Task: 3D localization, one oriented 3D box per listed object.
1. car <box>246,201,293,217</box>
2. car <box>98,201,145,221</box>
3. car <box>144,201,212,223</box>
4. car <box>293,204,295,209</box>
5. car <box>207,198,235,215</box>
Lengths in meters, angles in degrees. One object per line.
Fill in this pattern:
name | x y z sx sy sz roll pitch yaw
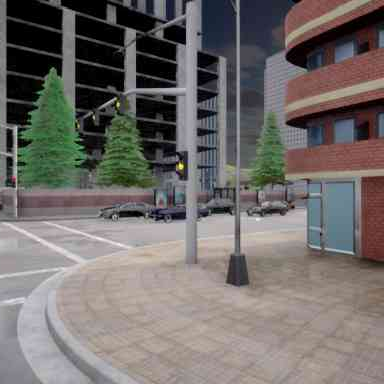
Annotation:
car | 7.345 1.581 32.236 4.674 1.442 1.812 0 0 -35
car | -5.295 1.547 27.576 4.902 1.511 2.128 0 0 -35
car | -1.032 1.656 26.307 4.718 1.301 1.895 0 0 -35
car | 9.582 1.656 38.117 4.718 1.301 1.895 0 0 -35
car | 2.187 1.407 32.876 4.553 1.767 2.097 0 0 -35
